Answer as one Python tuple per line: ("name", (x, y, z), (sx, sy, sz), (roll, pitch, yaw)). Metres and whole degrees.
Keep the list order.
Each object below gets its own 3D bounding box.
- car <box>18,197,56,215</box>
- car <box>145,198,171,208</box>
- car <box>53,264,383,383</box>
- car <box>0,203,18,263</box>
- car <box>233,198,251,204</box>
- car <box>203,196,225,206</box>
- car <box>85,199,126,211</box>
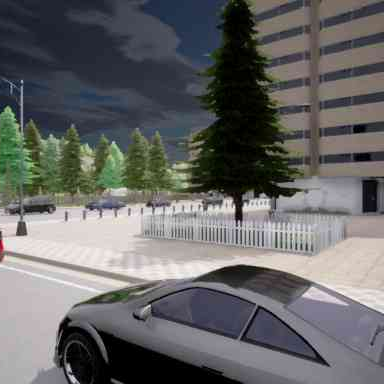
("car", (-16.226, 1.352, 33.574), (2.097, 1.767, 4.553), (0, 0, 35))
("car", (-4.964, 1.564, 49.384), (1.994, 1.385, 4.181), (0, 0, 36))
("car", (0.339, 1.564, 3.749), (4.181, 1.385, 1.994), (0, 0, 35))
("car", (-7.352, 1.221, 9.179), (5.566, 2.045, 2.150), (0, 0, 36))
("car", (9.447, 1.505, 63.286), (1.837, 1.490, 4.892), (0, 0, 35))
("car", (3.644, 1.504, 55.131), (1.837, 1.490, 4.892), (0, 0, 35))
("car", (-10.652, 1.547, 41.412), (2.033, 1.411, 5.357), (0, 0, 35))
